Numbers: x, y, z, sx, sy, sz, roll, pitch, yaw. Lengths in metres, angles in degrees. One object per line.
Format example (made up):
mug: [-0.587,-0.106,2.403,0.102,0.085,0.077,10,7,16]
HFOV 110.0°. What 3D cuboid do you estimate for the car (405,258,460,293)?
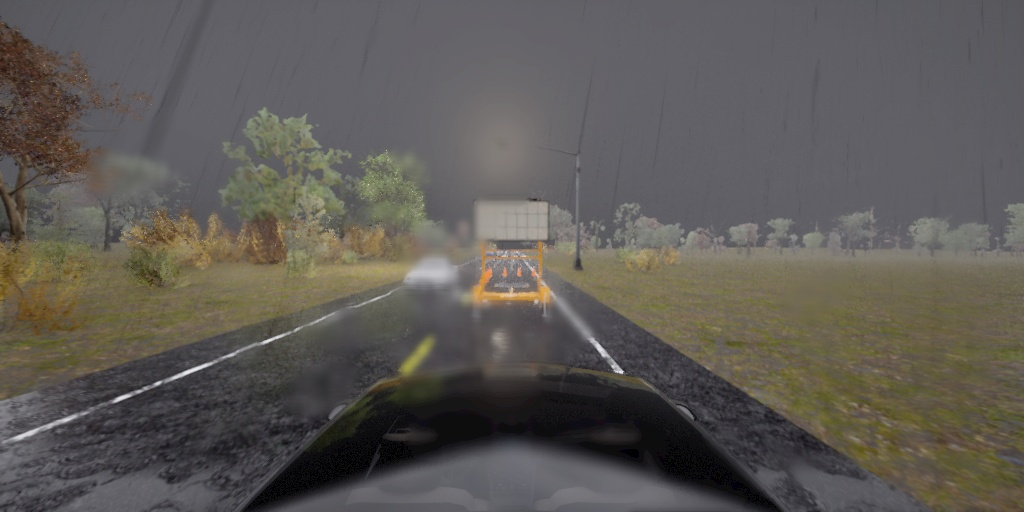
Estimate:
car: [-3.594,0.848,16.992,1.812,1.442,4.674,0,2,0]

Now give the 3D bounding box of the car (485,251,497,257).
car: [-3.536,-0.306,59.089,1.812,1.442,4.674,0,2,1]

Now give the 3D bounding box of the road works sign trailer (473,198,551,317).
road works sign trailer: [0.002,-0.065,11.700,2.380,3.560,2.880,0,0,0]
